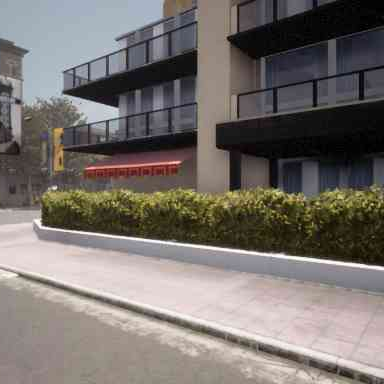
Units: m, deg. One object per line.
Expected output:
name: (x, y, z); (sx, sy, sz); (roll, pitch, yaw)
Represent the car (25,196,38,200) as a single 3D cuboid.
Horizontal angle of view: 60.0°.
car: (-34.532, 1.481, 68.325); (4.892, 1.521, 2.231); (0, 0, 37)
